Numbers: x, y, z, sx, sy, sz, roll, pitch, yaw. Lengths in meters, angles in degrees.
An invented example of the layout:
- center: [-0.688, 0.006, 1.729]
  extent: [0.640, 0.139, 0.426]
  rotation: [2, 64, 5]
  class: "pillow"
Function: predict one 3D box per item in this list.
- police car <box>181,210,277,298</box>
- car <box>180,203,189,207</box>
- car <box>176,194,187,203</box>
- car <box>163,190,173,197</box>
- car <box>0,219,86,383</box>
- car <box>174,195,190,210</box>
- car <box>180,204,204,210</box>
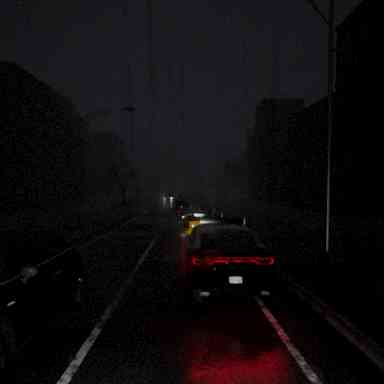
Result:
- center: [0.745, 1.488, 8.846]
  extent: [1.930, 1.638, 5.238]
  rotation: [0, -1, -2]
  class: "police car"
- center: [0.204, 1.830, 24.757]
  extent: [1.812, 1.442, 4.674]
  rotation: [0, 0, -2]
  class: "car"
- center: [-1.877, 1.135, 59.170]
  extent: [1.994, 1.385, 4.181]
  rotation: [0, 3, -2]
  class: "car"
- center: [-5.420, 0.395, 74.920]
  extent: [1.812, 1.442, 4.674]
  rotation: [0, 3, -2]
  class: "car"
- center: [-3.196, 1.377, 4.938]
  extent: [2.097, 1.767, 4.553]
  rotation: [0, 0, -1]
  class: "car"
- center: [-1.396, 1.592, 45.526]
  extent: [1.837, 1.490, 4.892]
  rotation: [0, 2, -2]
  class: "car"
- center: [0.403, 1.695, 18.946]
  extent: [1.801, 1.575, 5.366]
  rotation: [0, -1, -2]
  class: "car"
